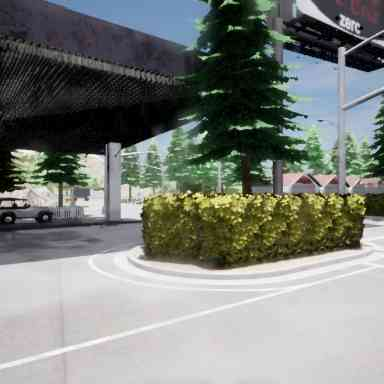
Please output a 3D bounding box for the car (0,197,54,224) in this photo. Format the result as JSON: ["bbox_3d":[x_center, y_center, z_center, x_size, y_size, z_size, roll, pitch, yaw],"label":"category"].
[{"bbox_3d":[-11.934,1.313,23.504,3.866,1.878,1.905,0,0,-36],"label":"car"}]
